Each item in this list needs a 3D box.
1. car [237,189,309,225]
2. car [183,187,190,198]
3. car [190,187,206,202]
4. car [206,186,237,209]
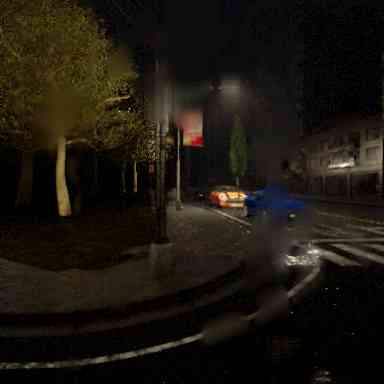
[{"bbox_3d":[3.941,0.662,16.432,1.882,1.535,5.008,0,2,-7],"label":"car"},{"bbox_3d":[-0.109,0.016,45.943,2.033,1.411,5.357,0,1,-7],"label":"car"},{"bbox_3d":[1.339,0.180,35.439,1.882,1.535,5.008,0,1,-8],"label":"car"},{"bbox_3d":[2.683,0.295,25.559,2.097,1.767,4.553,0,1,-7],"label":"car"}]
